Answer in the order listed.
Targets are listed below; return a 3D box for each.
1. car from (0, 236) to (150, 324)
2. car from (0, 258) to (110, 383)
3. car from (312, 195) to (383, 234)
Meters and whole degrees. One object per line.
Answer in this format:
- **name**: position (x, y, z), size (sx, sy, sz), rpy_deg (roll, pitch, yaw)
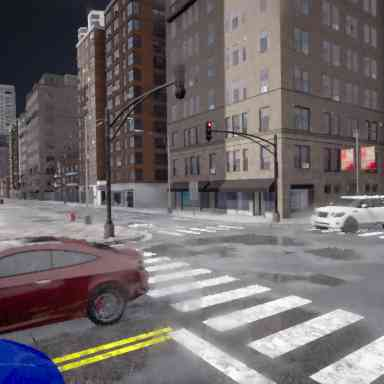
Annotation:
- **car**: position (-2.965, 1.525, 5.563), size (4.674, 1.442, 1.812), rpy_deg (0, 0, -36)
- **car**: position (-3.077, 1.478, 1.253), size (5.008, 1.535, 1.882), rpy_deg (0, 0, -35)
- **car**: position (9.649, 1.222, 19.419), size (5.566, 2.045, 2.150), rpy_deg (0, 1, -24)
